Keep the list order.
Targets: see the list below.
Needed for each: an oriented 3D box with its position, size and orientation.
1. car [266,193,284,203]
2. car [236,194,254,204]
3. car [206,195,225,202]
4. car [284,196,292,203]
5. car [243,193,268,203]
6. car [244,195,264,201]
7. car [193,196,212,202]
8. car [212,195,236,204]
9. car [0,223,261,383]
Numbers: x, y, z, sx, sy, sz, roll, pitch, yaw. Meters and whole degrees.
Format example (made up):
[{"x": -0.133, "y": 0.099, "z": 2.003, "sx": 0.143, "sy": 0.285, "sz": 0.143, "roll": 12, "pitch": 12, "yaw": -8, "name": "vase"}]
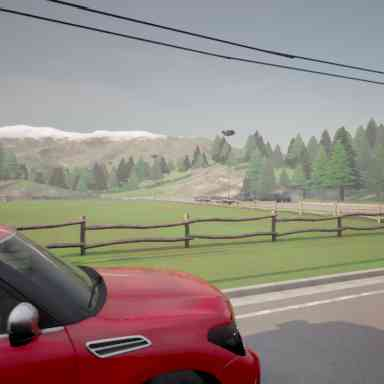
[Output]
[{"x": 15.918, "y": 1.225, "z": 68.842, "sx": 2.150, "sy": 2.045, "sz": 5.566, "roll": 0, "pitch": 0, "yaw": -24, "name": "car"}, {"x": 9.468, "y": 1.547, "z": 66.231, "sx": 2.033, "sy": 1.411, "sz": 5.357, "roll": 0, "pitch": 0, "yaw": -23, "name": "car"}, {"x": 5.286, "y": 1.488, "z": 75.659, "sx": 2.033, "sy": 1.411, "sz": 5.357, "roll": 0, "pitch": 0, "yaw": -24, "name": "car"}, {"x": 18.993, "y": 1.500, "z": 70.545, "sx": 1.837, "sy": 1.490, "sz": 4.892, "roll": 0, "pitch": 0, "yaw": -24, "name": "car"}, {"x": 12.584, "y": 1.491, "z": 67.730, "sx": 2.128, "sy": 1.511, "sz": 4.902, "roll": 0, "pitch": 0, "yaw": -24, "name": "car"}, {"x": 14.902, "y": 1.483, "z": 79.874, "sx": 2.033, "sy": 1.411, "sz": 5.357, "roll": 0, "pitch": 0, "yaw": -24, "name": "car"}, {"x": 2.080, "y": 1.488, "z": 74.253, "sx": 2.033, "sy": 1.411, "sz": 5.357, "roll": 0, "pitch": 0, "yaw": -24, "name": "car"}, {"x": 6.153, "y": 1.564, "z": 65.092, "sx": 1.994, "sy": 1.385, "sz": 4.181, "roll": 0, "pitch": 0, "yaw": -23, "name": "car"}, {"x": -2.174, "y": 1.222, "z": 2.615, "sx": 5.566, "sy": 2.045, "sz": 2.150, "roll": 0, "pitch": 0, "yaw": -24, "name": "car"}]
